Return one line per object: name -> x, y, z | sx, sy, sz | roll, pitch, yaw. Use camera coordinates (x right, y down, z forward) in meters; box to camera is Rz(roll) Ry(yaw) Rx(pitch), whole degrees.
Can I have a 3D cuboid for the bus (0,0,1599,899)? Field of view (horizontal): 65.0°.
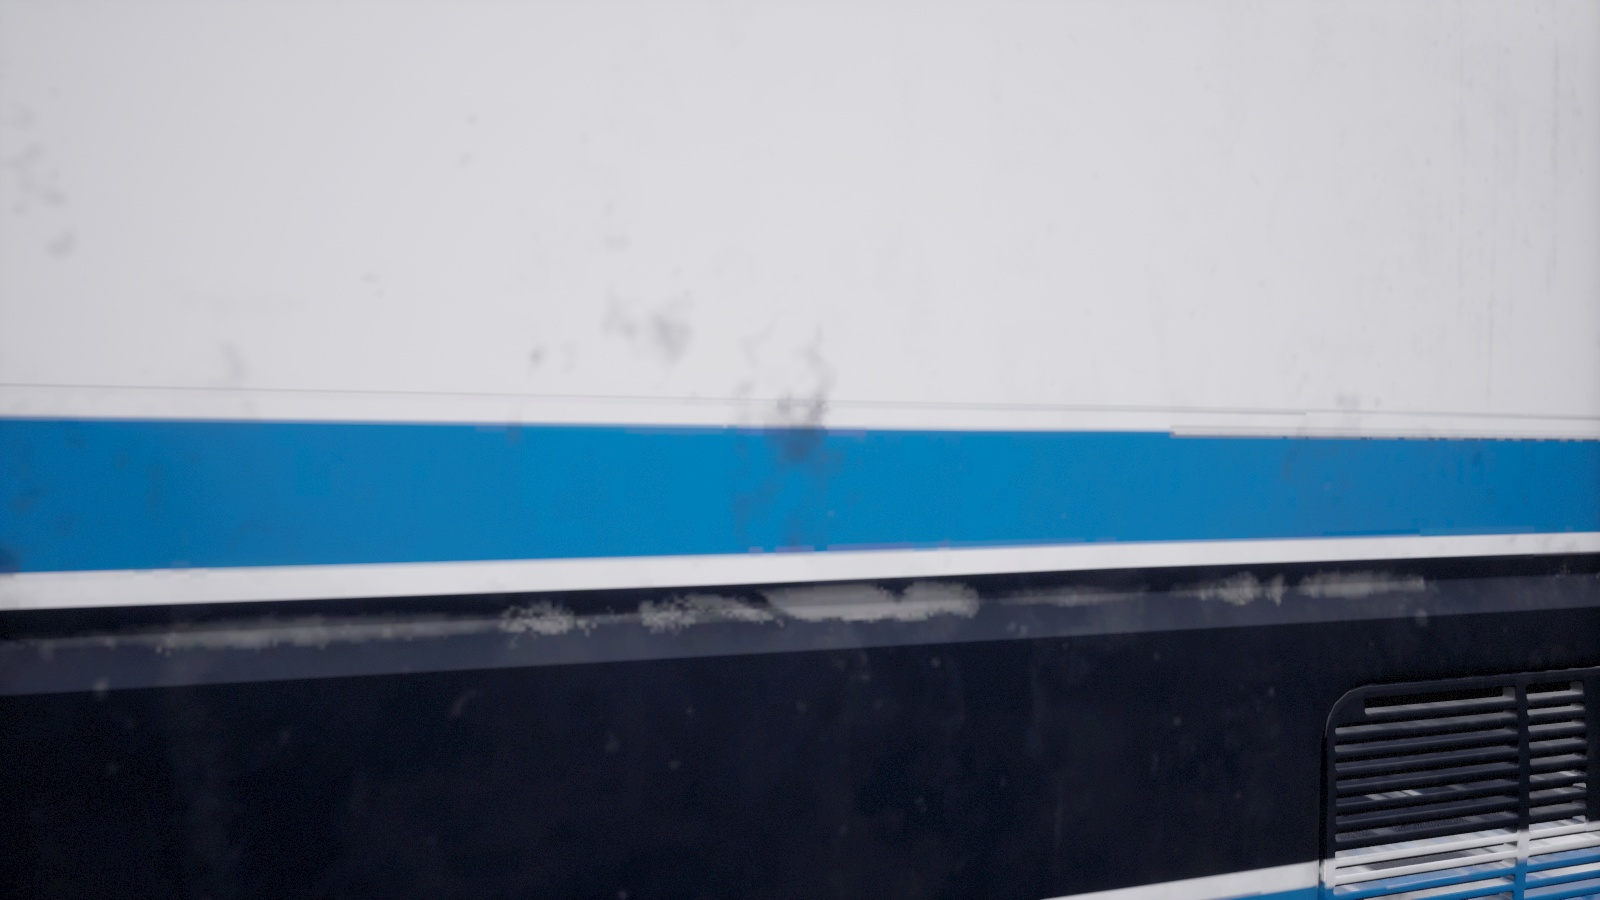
bus -> 0.063, -0.632, 3.246 | 10.273, 4.253, 3.944 | -1, 1, -21
